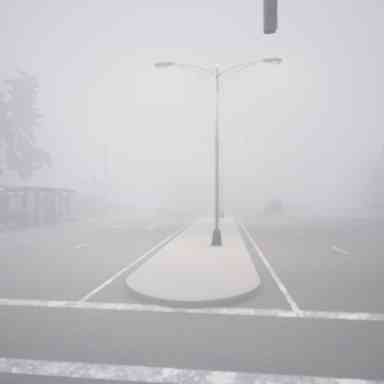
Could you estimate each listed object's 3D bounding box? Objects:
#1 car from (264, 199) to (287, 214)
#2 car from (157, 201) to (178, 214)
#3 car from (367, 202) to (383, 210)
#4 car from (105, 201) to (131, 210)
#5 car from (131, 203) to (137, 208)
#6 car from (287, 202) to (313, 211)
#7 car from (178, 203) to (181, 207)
[{"bbox_3d":[11.403,2.037,46.616,2.150,2.045,5.566,0,-1,5],"label":"car"},{"bbox_3d":[-3.605,2.299,46.670,1.812,1.442,4.674,0,-1,8],"label":"car"},{"bbox_3d":[36.573,2.689,64.346,5.008,1.535,1.882,0,-1,6],"label":"car"},{"bbox_3d":[-14.043,2.420,58.881,5.008,1.535,1.882,0,-1,6],"label":"car"},{"bbox_3d":[-14.283,2.662,69.556,5.357,1.411,2.033,0,-1,6],"label":"car"},{"bbox_3d":[18.894,2.541,59.231,5.008,1.535,1.882,0,-1,5],"label":"car"},{"bbox_3d":[-4.797,2.721,72.099,4.674,1.442,1.812,0,-1,6],"label":"car"}]
